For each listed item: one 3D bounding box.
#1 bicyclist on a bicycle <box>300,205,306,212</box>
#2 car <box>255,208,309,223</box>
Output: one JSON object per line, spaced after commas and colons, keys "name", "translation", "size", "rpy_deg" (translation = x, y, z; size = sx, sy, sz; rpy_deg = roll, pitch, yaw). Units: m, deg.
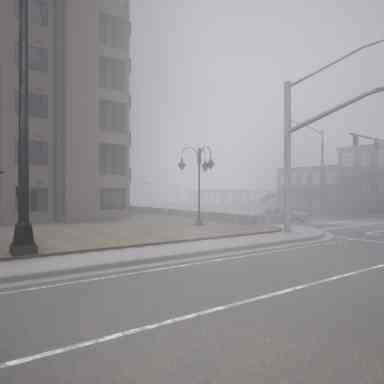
{"name": "bicyclist on a bicycle", "translation": [13.605, 2.464, 40.705], "size": [1.656, 1.620, 0.582], "rpy_deg": [0, -8, -35]}
{"name": "car", "translation": [7.985, 2.096, 29.843], "size": [1.895, 1.301, 4.718], "rpy_deg": [0, -4, -36]}
